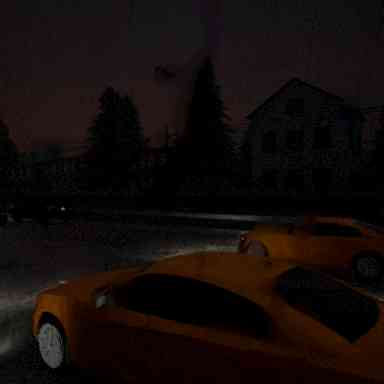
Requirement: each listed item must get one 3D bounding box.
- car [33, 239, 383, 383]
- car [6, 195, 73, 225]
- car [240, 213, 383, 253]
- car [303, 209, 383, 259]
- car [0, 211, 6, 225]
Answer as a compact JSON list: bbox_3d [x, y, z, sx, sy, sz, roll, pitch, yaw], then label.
[{"bbox_3d":[0.103,1.482,3.918,5.008,1.535,1.882,0,0,35],"label":"car"},{"bbox_3d":[-11.236,1.270,24.907,5.566,2.045,2.150,0,0,36],"label":"car"},{"bbox_3d":[3.787,1.482,9.889,5.008,1.535,1.882,0,0,36],"label":"car"},{"bbox_3d":[6.834,1.480,12.015,5.008,1.535,1.882,0,0,35],"label":"car"},{"bbox_3d":[-14.693,1.614,23.075,4.181,1.385,1.994,0,0,36],"label":"car"}]
